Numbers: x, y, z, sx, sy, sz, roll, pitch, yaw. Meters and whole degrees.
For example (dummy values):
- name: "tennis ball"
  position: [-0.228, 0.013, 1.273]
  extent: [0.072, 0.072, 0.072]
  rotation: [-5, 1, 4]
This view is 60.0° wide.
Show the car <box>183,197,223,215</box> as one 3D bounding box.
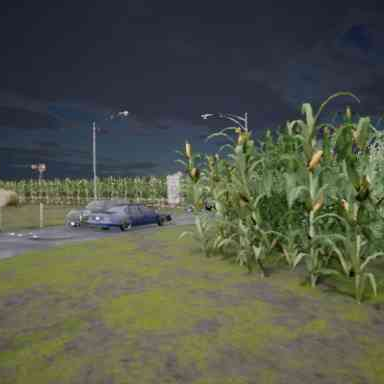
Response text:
- name: "car"
  position: [1.088, 1.240, 30.698]
  extent: [2.128, 1.511, 4.902]
  rotation: [-1, 0, 35]

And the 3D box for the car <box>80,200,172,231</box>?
- name: "car"
  position: [-3.415, 1.373, 19.130]
  extent: [2.033, 1.411, 5.357]
  rotation: [-1, 0, 35]

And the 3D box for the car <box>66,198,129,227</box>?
- name: "car"
  position: [-5.600, 1.217, 20.990]
  extent: [2.097, 1.767, 4.553]
  rotation: [-1, 0, 34]
